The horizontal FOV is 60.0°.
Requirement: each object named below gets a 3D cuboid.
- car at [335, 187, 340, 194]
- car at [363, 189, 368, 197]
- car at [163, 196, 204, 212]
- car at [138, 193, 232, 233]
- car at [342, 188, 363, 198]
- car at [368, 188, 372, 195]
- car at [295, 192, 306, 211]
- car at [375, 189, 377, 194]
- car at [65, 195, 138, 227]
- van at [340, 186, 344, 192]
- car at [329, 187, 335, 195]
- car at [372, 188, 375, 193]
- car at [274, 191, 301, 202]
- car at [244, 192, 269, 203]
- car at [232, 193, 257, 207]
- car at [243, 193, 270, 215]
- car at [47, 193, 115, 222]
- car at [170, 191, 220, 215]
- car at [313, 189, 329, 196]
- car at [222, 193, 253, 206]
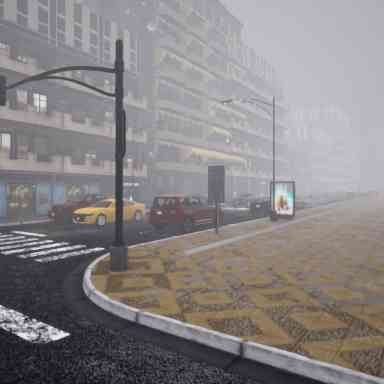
[{"bbox_3d":[34.175,-0.240,81.600,1.967,1.590,4.097,2,2,35],"label":"car"},{"bbox_3d":[31.567,0.098,63.220,1.967,1.590,4.097,1,2,35],"label":"car"},{"bbox_3d":[-0.739,1.069,31.577,1.802,1.307,4.206,2,2,35],"label":"car"},{"bbox_3d":[-0.179,1.026,17.728,2.192,1.841,5.009,1,2,35],"label":"car"},{"bbox_3d":[28.392,0.308,58.675,1.887,1.381,4.507,1,2,35],"label":"car"},{"bbox_3d":[34.741,0.095,67.772,1.887,1.381,4.507,1,2,35],"label":"car"},{"bbox_3d":[9.344,0.964,31.382,1.947,1.339,4.313,1,2,35],"label":"car"},{"bbox_3d":[44.265,-0.221,81.419,2.008,1.369,4.403,1,2,35],"label":"car"},{"bbox_3d":[-5.054,1.180,20.885,1.882,1.535,5.008,0,1,34],"label":"car"},{"bbox_3d":[37.349,-0.446,86.145,1.690,1.788,3.998,2,2,35],"label":"van"},{"bbox_3d":[31.000,-0.028,77.055,1.887,1.381,4.507,2,2,35],"label":"car"},{"bbox_3d":[37.916,-0.012,72.321,1.887,1.381,4.507,1,2,35],"label":"car"},{"bbox_3d":[13.782,0.576,47.739,2.128,1.511,4.902,0,1,35],"label":"car"},{"bbox_3d":[8.782,0.754,45.220,1.802,1.307,4.206,2,2,35],"label":"car"},{"bbox_3d":[6.070,0.842,36.818,1.837,1.490,4.892,0,1,35],"label":"car"},{"bbox_3d":[6.169,1.069,26.832,1.947,1.339,4.313,1,2,35],"label":"car"},{"bbox_3d":[-7.085,1.010,22.474,2.192,1.841,5.009,1,2,35],"label":"car"},{"bbox_3d":[0.331,0.878,28.606,2.097,1.767,4.553,0,1,35],"label":"car"},{"bbox_3d":[27.826,-0.025,72.503,1.967,1.590,4.097,2,2,35],"label":"car"},{"bbox_3d":[5.609,0.828,40.672,2.008,1.369,4.403,2,2,35],"label":"car"}]
